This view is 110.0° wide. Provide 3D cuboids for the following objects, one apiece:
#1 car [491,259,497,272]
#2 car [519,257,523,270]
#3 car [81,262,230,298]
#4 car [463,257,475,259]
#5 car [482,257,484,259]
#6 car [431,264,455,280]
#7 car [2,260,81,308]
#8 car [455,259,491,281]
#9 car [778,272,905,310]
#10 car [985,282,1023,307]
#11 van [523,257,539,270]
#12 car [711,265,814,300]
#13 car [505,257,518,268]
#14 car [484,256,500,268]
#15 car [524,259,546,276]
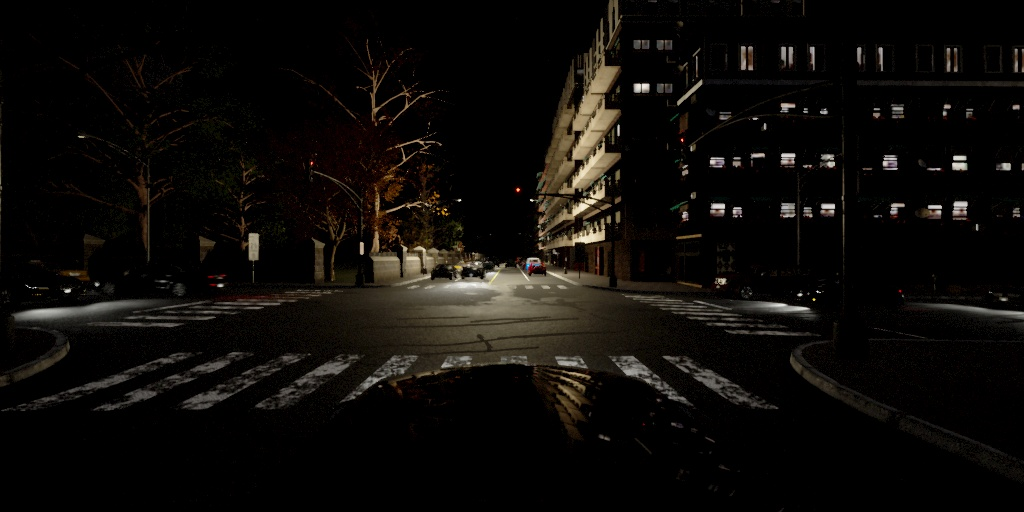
[{"bbox_3d":[-3.307,1.382,47.461,1.895,1.301,4.718,0,0,0],"label":"car"},{"bbox_3d":[2.450,1.229,53.752,1.967,1.591,4.097,0,0,0],"label":"car"},{"bbox_3d":[-15.424,1.016,15.940,4.892,1.490,1.837,1,1,-2],"label":"car"},{"bbox_3d":[-5.904,1.096,48.083,2.192,1.841,5.009,0,0,0],"label":"car"},{"bbox_3d":[-5.983,1.247,64.973,1.967,1.591,4.097,0,0,0],"label":"car"},{"bbox_3d":[-5.825,1.330,31.192,1.948,1.339,4.313,0,0,0],"label":"car"},{"bbox_3d":[-18.207,0.954,12.704,4.892,1.490,1.837,1,0,-1],"label":"car"},{"bbox_3d":[-3.233,1.255,30.739,2.128,1.511,4.902,0,0,0],"label":"car"},{"bbox_3d":[15.115,1.623,16.377,4.181,1.385,1.994,1,0,-1],"label":"car"},{"bbox_3d":[24.952,1.764,16.523,4.674,1.442,1.812,1,0,-1],"label":"car"},{"bbox_3d":[2.503,1.115,42.492,1.690,1.789,3.998,0,0,0],"label":"van"},{"bbox_3d":[13.372,1.353,18.941,5.009,1.841,2.192,0,0,-1],"label":"car"},{"bbox_3d":[-0.181,1.366,61.557,1.994,1.385,4.181,0,0,0],"label":"car"},{"bbox_3d":[-3.297,1.020,65.028,2.150,2.045,5.566,0,0,0],"label":"car"},{"bbox_3d":[2.529,1.314,36.861,1.888,1.381,4.507,0,0,0],"label":"car"}]
